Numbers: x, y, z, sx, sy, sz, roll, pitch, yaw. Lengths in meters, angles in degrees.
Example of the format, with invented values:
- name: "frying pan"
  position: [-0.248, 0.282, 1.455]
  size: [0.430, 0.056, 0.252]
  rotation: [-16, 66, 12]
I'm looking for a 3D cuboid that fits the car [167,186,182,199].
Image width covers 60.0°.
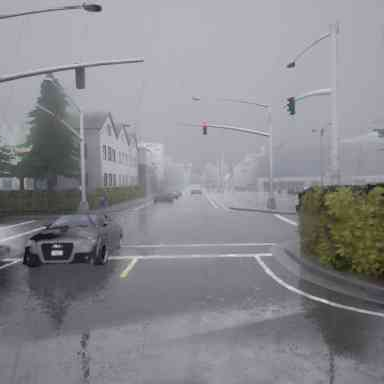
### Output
- name: "car"
  position: [-2.964, 0.117, 46.047]
  size: [2.097, 1.767, 4.553]
  rotation: [-1, 2, 1]

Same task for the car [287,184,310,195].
- name: "car"
  position: [16.084, -0.289, 51.434]
  size: [2.007, 1.523, 4.514]
  rotation: [-1, 2, 0]

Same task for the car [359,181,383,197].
- name: "car"
  position: [22.914, -0.365, 41.344]
  size: [1.932, 1.855, 4.605]
  rotation: [-1, 2, 0]

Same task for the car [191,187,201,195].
- name: "car"
  position: [0.788, -0.179, 60.713]
  size: [1.812, 1.442, 4.674]
  rotation: [-1, 2, 1]

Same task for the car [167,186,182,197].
- name: "car"
  position: [-2.847, -0.145, 55.778]
  size: [2.097, 1.767, 4.553]
  rotation: [-1, 2, 1]

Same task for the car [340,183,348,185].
- name: "car"
  position: [26.236, -0.841, 58.687]
  size: [2.152, 1.636, 5.027]
  rotation: [-1, 2, 0]

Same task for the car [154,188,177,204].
- name: "car"
  position: [-3.107, 0.609, 37.080]
  size: [1.895, 1.301, 4.718]
  rotation: [-1, 2, 1]

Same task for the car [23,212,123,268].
- name: "car"
  position: [-3.398, 1.330, 10.226]
  size: [1.994, 1.385, 4.181]
  rotation: [-1, 0, -2]

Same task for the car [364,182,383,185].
- name: "car"
  position: [19.544, -0.105, 33.516]
  size: [1.905, 1.878, 3.866]
  rotation: [-1, 2, 0]
